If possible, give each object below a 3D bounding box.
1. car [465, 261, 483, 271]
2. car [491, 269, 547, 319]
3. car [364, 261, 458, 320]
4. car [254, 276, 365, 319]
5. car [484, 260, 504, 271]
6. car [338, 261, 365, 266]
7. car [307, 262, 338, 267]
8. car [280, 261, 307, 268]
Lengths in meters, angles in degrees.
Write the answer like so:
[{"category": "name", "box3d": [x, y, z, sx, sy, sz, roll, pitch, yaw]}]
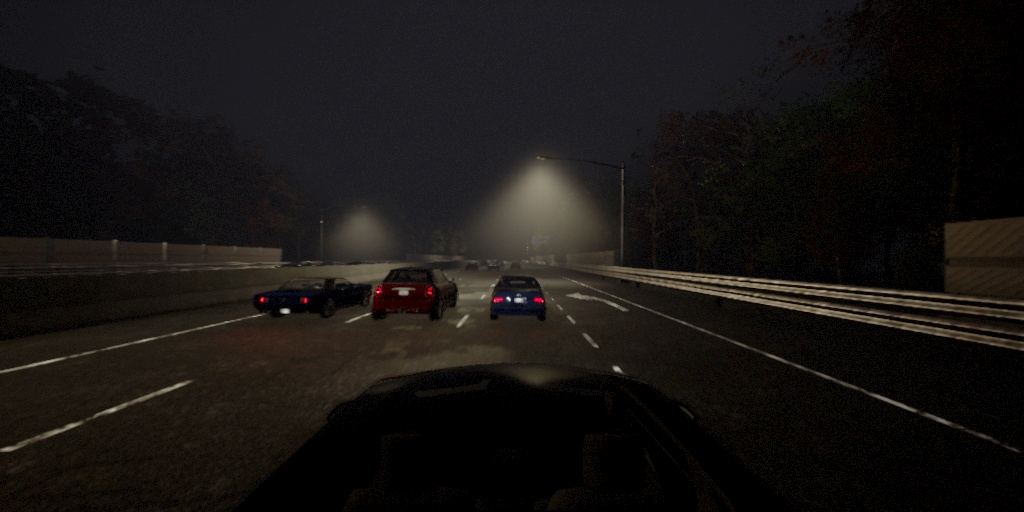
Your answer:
[{"category": "car", "box3d": [-6.393, 1.628, 58.193, 2.128, 1.511, 4.902, 0, 0, 0]}, {"category": "car", "box3d": [0.220, 1.389, 13.204, 2.033, 1.411, 5.357, 0, 0, 1]}, {"category": "car", "box3d": [-3.284, 1.162, 13.051, 2.097, 1.767, 4.553, 0, 0, 0]}, {"category": "car", "box3d": [-6.784, 1.380, 12.990, 1.895, 1.301, 4.718, 0, 0, 1]}, {"category": "car", "box3d": [-2.895, 1.658, 58.253, 2.128, 1.511, 4.902, 0, 0, 1]}, {"category": "car", "box3d": [-20.534, 1.434, 47.461, 1.837, 1.490, 4.892, 0, 0, 1]}, {"category": "car", "box3d": [-24.028, 1.445, 47.202, 2.033, 1.411, 5.357, 0, 0, 1]}, {"category": "car", "box3d": [-27.548, 1.348, 45.879, 2.128, 1.511, 4.902, 0, 0, 1]}]
